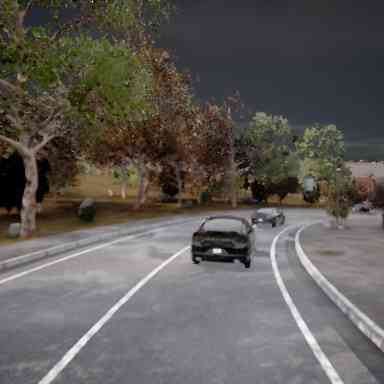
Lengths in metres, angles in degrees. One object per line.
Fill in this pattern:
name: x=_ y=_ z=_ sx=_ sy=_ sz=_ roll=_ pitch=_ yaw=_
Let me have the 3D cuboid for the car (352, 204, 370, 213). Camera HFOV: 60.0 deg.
car: x=28.268 y=2.793 z=56.222 sx=4.902 sy=1.511 sz=2.128 roll=3 pitch=2 yaw=-40

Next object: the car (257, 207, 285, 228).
car: x=5.904 y=1.868 z=25.687 sx=1.812 sy=1.442 sz=4.674 roll=2 pitch=0 yaw=27

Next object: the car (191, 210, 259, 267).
car: x=1.297 y=1.609 z=12.184 sx=1.882 sy=1.535 sz=5.008 roll=1 pitch=0 yaw=13
